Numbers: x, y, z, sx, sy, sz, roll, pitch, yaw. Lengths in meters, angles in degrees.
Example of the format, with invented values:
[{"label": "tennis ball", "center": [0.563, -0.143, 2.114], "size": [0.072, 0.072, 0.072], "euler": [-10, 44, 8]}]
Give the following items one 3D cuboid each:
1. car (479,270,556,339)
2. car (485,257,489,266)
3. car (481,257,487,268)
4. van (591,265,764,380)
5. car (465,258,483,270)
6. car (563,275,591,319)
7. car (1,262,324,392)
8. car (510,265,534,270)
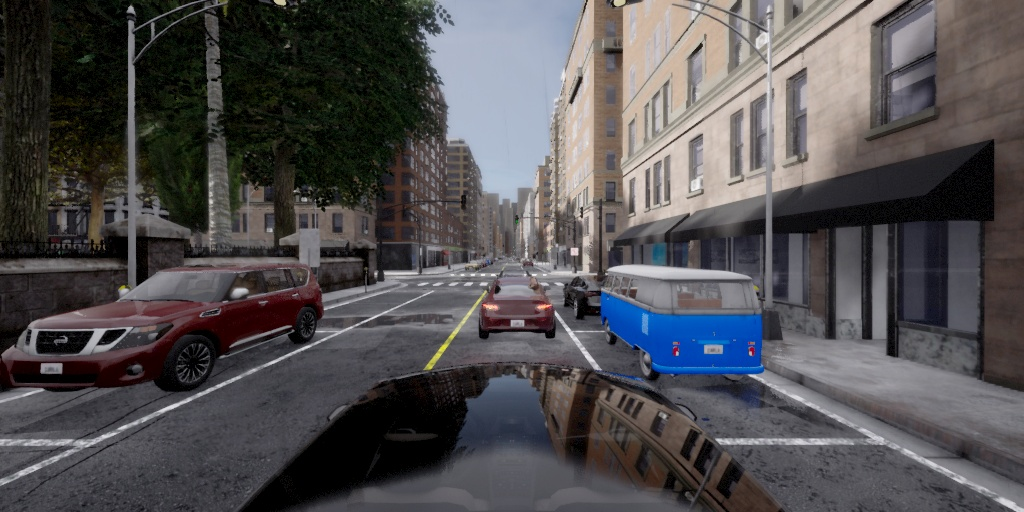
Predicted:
[{"label": "car", "center": [0.124, 1.274, 9.985], "size": [1.812, 1.442, 4.674], "euler": [0, 0, 0]}, {"label": "car", "center": [-5.533, 1.265, 61.513], "size": [1.888, 1.381, 4.507], "euler": [0, 0, 0]}, {"label": "car", "center": [-5.545, 1.272, 56.062], "size": [2.007, 1.370, 4.403], "euler": [0, 0, 0]}, {"label": "van", "center": [2.868, 1.090, 6.944], "size": [1.690, 1.789, 3.998], "euler": [0, 0, 0]}, {"label": "car", "center": [-5.558, 1.248, 50.442], "size": [1.751, 1.417, 4.829], "euler": [0, 0, 0]}, {"label": "car", "center": [2.881, 1.313, 12.604], "size": [1.948, 1.339, 4.313], "euler": [0, 0, 0]}, {"label": "car", "center": [-5.657, 1.064, 6.923], "size": [2.192, 1.841, 5.009], "euler": [0, 0, 0]}, {"label": "car", "center": [0.114, 1.345, 18.807], "size": [1.895, 1.301, 4.718], "euler": [0, 0, -1]}]
